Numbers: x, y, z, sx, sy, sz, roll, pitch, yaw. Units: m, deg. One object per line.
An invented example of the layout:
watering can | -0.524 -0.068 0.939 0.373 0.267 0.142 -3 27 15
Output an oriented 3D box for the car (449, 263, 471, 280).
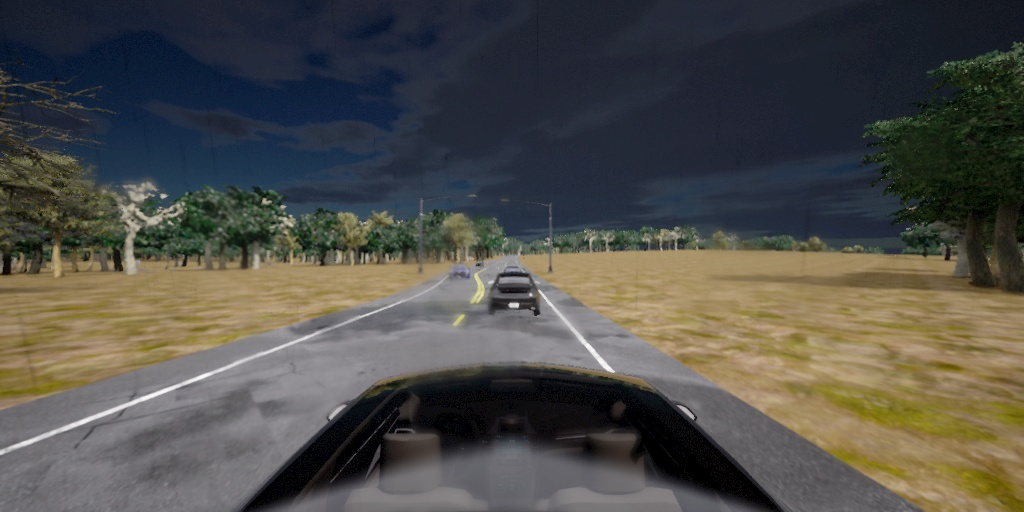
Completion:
car | -5.376 1.524 37.245 2.097 1.767 4.553 0 -1 -7

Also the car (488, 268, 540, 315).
car | 0.085 1.410 14.424 1.837 1.490 4.892 0 0 0
